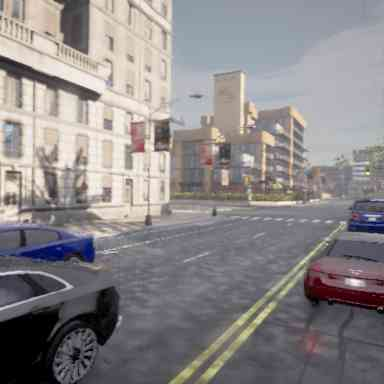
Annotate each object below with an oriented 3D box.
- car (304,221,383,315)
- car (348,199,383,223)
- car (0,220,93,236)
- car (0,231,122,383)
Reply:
[{"bbox_3d":[4.019,1.627,7.717,1.994,1.385,4.181,1,0,32],"label":"car"},{"bbox_3d":[9.677,1.377,17.816,2.150,2.045,5.566,1,0,29],"label":"car"},{"bbox_3d":[-4.392,1.432,7.239,1.882,1.535,5.008,1,0,30],"label":"car"},{"bbox_3d":[-2.826,1.458,3.121,2.128,1.511,4.902,1,0,32],"label":"car"}]
